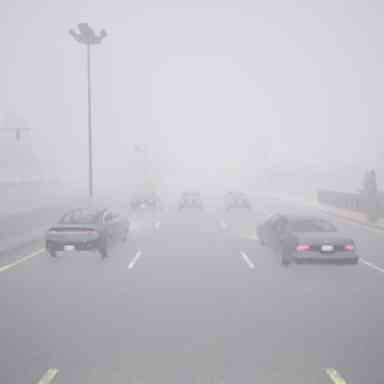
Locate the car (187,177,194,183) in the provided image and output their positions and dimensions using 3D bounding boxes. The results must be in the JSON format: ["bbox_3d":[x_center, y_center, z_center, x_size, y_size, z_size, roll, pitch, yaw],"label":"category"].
[{"bbox_3d":[-0.473,-3.138,89.937,1.895,1.301,4.718,0,3,0],"label":"car"}]

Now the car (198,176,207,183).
[{"bbox_3d":[3.027,-3.169,89.890,1.994,1.385,4.181,0,3,0],"label":"car"}]

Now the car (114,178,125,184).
[{"bbox_3d":[-17.933,-2.706,82.723,1.895,1.301,4.718,0,3,0],"label":"car"}]

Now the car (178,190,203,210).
[{"bbox_3d":[-0.108,0.571,25.920,2.033,1.411,5.357,0,3,0],"label":"car"}]

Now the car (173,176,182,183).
[{"bbox_3d":[-3.971,-3.233,89.464,1.882,1.535,5.008,0,3,0],"label":"car"}]

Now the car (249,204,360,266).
[{"bbox_3d":[3.472,1.384,11.028,2.033,1.411,5.357,0,2,0],"label":"car"}]

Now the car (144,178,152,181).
[{"bbox_3d":[-10.934,-2.765,82.789,2.033,1.411,5.357,0,3,0],"label":"car"}]

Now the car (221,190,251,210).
[{"bbox_3d":[3.392,0.570,25.943,2.033,1.411,5.357,0,3,0],"label":"car"}]

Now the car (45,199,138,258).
[{"bbox_3d":[-3.522,1.294,11.969,2.128,1.511,4.902,0,3,0],"label":"car"}]

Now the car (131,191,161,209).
[{"bbox_3d":[-3.604,0.583,26.631,1.895,1.301,4.718,0,3,0],"label":"car"}]
